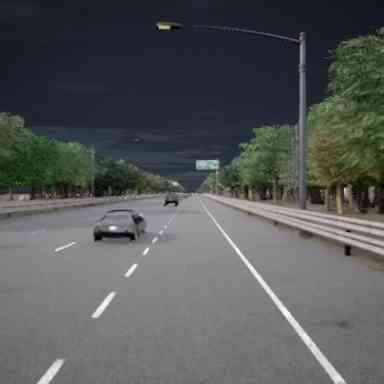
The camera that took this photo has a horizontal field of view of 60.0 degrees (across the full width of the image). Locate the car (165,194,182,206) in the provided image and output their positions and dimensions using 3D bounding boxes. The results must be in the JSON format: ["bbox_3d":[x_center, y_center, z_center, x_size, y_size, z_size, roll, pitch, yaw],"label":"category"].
[{"bbox_3d":[-3.337,1.271,55.496,2.150,2.045,5.566,0,0,0],"label":"car"}]

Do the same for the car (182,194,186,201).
[{"bbox_3d":[-3.153,1.601,80.619,2.033,1.411,5.357,0,0,1],"label":"car"}]

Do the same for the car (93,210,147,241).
[{"bbox_3d":[-3.488,1.575,16.707,1.994,1.385,4.181,0,0,0],"label":"car"}]
